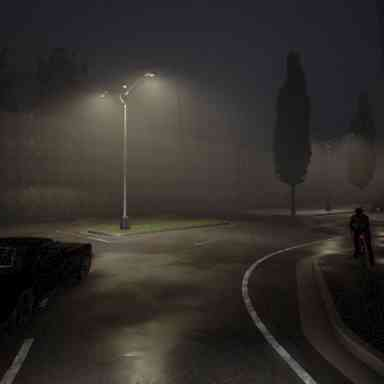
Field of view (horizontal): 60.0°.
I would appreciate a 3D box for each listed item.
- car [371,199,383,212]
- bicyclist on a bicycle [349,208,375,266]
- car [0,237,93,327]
[{"bbox_3d":[21.484,1.505,36.850,4.892,1.490,1.837,0,0,-43],"label":"car"},{"bbox_3d":[4.968,1.302,9.845,0.582,1.620,1.656,0,0,18],"label":"bicyclist on a bicycle"},{"bbox_3d":[-3.661,1.601,6.986,1.895,1.301,4.718,0,0,1],"label":"car"}]
